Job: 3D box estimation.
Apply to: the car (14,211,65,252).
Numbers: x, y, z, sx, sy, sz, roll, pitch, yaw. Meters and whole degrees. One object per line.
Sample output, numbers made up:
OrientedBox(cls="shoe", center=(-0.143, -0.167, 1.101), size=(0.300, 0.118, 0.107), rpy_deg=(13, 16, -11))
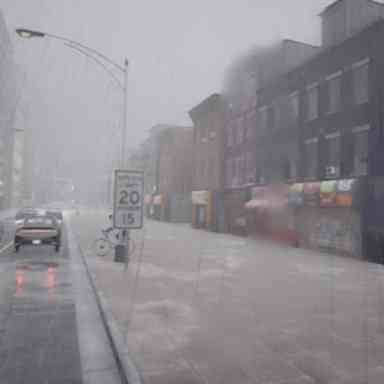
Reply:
OrientedBox(cls="car", center=(-7.235, 1.888, 15.910), size=(2.128, 1.511, 4.902), rpy_deg=(2, -2, -21))

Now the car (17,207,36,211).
OrientedBox(cls="car", center=(-18.748, 2.451, 37.826), size=(1.994, 1.385, 4.181), rpy_deg=(2, -2, -21))

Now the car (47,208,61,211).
OrientedBox(cls="car", center=(-14.856, 2.439, 35.673), size=(1.812, 1.442, 4.674), rpy_deg=(2, -2, -21))

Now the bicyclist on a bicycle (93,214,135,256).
OrientedBox(cls="bicyclist on a bicycle", center=(-3.043, 1.712, 13.134), size=(1.656, 1.620, 0.582), rpy_deg=(2, -2, -21))

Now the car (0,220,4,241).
OrientedBox(cls="car", center=(-10.541, 1.810, 16.291), size=(2.128, 1.511, 4.902), rpy_deg=(2, -2, -21))
